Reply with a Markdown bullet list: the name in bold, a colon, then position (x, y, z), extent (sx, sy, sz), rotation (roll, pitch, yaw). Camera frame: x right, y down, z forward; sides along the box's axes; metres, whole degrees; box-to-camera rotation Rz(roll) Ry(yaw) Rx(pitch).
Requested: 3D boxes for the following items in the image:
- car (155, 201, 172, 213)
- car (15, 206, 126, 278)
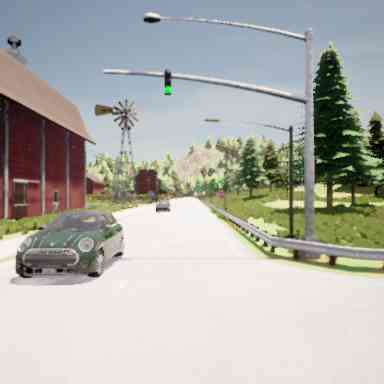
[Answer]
- **car**: position (-3.484, 1.773, 41.492), extent (2.033, 1.411, 5.357), rotation (0, 0, 0)
- **car**: position (-3.496, 1.377, 10.385), extent (2.097, 1.767, 4.553), rotation (0, -1, 0)
